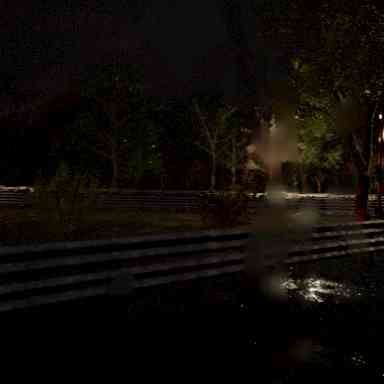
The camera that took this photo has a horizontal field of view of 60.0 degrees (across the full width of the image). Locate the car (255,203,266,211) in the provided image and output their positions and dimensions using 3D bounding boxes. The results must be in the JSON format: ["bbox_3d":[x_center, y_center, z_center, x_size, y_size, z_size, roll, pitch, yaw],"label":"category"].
[{"bbox_3d":[4.674,0.926,31.878,4.892,1.490,1.837,1,2,2],"label":"car"}]
